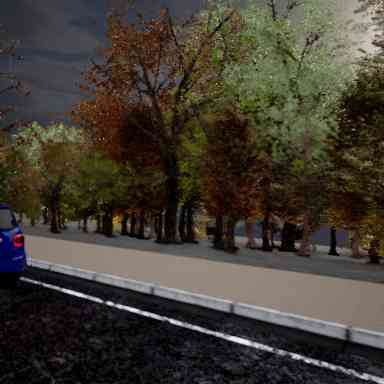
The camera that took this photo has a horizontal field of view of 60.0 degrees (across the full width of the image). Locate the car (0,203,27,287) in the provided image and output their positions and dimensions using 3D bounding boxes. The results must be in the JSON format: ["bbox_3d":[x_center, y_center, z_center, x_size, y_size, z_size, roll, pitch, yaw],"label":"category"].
[{"bbox_3d":[-6.322,1.249,8.194,5.566,2.045,2.150,0,0,35],"label":"car"}]
